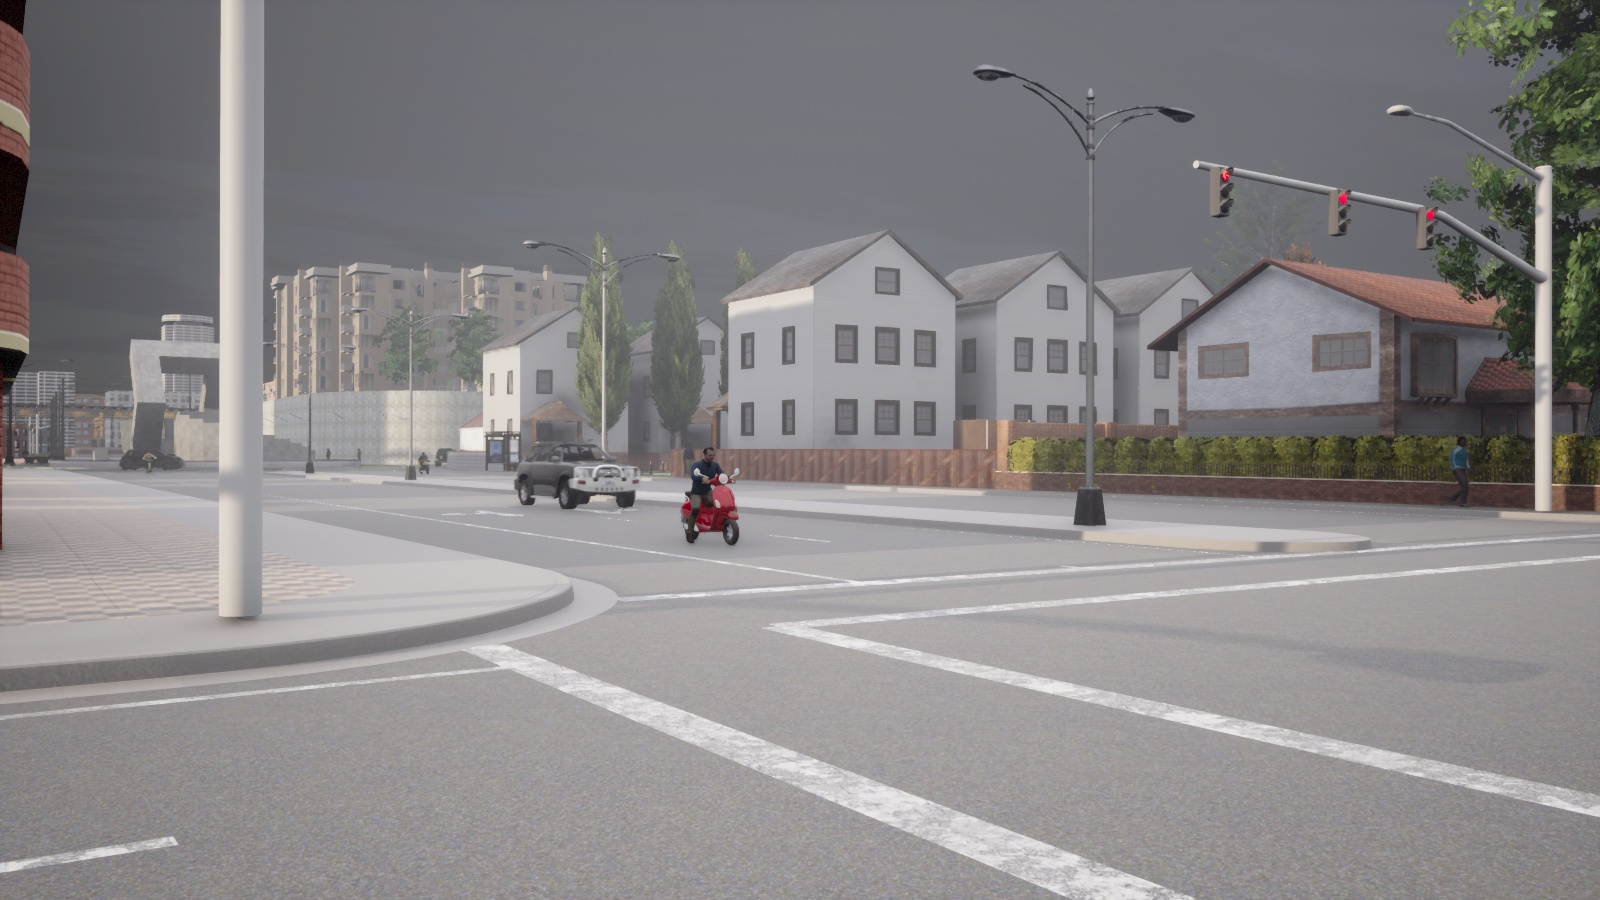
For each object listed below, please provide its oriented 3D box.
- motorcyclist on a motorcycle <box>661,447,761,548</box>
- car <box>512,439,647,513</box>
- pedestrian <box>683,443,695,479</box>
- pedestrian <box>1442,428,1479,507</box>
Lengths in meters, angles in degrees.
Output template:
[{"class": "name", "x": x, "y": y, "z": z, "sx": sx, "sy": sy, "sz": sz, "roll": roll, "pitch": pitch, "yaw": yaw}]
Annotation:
[{"class": "motorcyclist on a motorcycle", "x": -1.493, "y": 0.752, "z": 20.842, "sx": 0.866, "sy": 1.590, "sz": 1.817, "roll": 0, "pitch": 0, "yaw": -33}, {"class": "car", "x": -6.072, "y": 0.658, "z": 34.121, "sx": 1.932, "sy": 1.855, "sz": 4.605, "roll": 0, "pitch": 0, "yaw": -33}, {"class": "pedestrian", "x": -5.782, "y": 0.572, "z": 65.279, "sx": 0.431, "sy": 1.840, "sz": 0.703, "roll": 0, "pitch": 0, "yaw": -24}, {"class": "pedestrian", "x": 16.480, "y": 0.436, "z": 31.340, "sx": 0.396, "sy": 1.930, "sz": 0.692, "roll": 0, "pitch": 0, "yaw": -30}]
